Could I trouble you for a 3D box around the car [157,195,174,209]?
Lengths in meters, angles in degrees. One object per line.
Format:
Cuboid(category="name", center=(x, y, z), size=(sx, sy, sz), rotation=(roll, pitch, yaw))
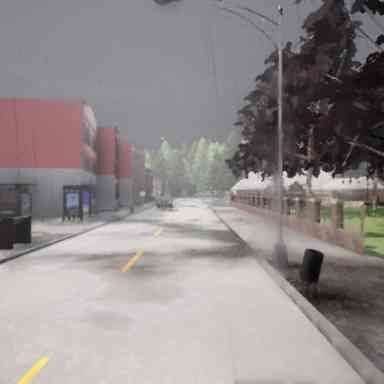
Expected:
Cuboid(category="car", center=(-3.700, 1.366, 46.639), size=(2.097, 1.767, 4.553), rotation=(0, 0, 1))
